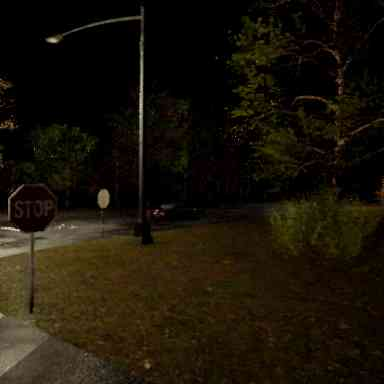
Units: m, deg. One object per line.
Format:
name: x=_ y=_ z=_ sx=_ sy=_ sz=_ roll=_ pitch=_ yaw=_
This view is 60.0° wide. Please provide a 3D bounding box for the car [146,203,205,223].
car: x=-1.115 y=1.553 z=25.519 sx=2.033 sy=1.411 sz=5.357 roll=0 pitch=0 yaw=36
